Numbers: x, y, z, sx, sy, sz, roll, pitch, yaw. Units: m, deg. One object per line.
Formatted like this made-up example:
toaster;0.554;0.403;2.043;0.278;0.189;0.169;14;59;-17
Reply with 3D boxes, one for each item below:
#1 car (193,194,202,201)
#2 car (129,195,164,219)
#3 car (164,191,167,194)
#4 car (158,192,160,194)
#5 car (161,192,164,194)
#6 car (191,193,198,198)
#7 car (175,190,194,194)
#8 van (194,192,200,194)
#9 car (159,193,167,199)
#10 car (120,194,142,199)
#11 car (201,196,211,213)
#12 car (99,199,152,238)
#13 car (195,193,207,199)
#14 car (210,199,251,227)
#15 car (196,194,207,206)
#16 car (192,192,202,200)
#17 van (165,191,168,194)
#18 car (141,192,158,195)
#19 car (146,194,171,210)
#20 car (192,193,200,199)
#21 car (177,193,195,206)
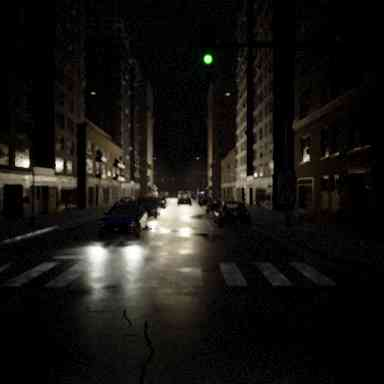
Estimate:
car;1.188;1.144;72.010;1.802;1.307;4.206;0;0;-1
car;-3.634;1.285;27.350;1.882;1.535;5.008;0;0;-1
car;-7.477;1.118;77.470;1.802;1.307;4.206;0;0;-1
car;-6.912;0.956;54.850;2.192;1.841;5.009;0;0;-1
car;-7.194;1.171;66.160;1.802;1.307;4.206;0;0;-1
car;0.622;1.018;94.622;1.947;1.339;4.313;0;0;-1
car;-1.279;0.856;56.429;2.150;2.045;5.566;0;0;-1
van;1.611;0.981;55.049;1.690;1.788;3.998;0;0;-1
car;-7.760;1.026;88.780;1.887;1.381;4.507;0;0;-1
car;-6.343;1.212;32.236;1.967;1.590;4.097;0;0;-1
car;2.179;1.353;32.442;1.802;1.307;4.206;0;0;-1
car;-3.382;1.359;17.102;1.882;1.535;5.008;0;0;-1
car;1.753;1.211;49.397;1.887;1.381;4.507;0;0;-1
car;2.463;1.292;21.135;1.967;1.590;4.097;0;0;-1
car;1.896;1.277;43.744;1.802;1.307;4.206;0;0;-1
car;1.046;0.850;77.661;2.192;1.841;5.009;0;0;-1
van;-7.619;0.850;83.123;1.690;1.788;3.998;0;0;-1
car;-6.770;0.982;49.195;2.192;1.841;5.009;0;0;-1
car;-3.908;1.273;38.913;2.033;1.411;5.357;0;0;-1
car;0.900;1.033;83.485;1.752;1.417;4.829;0;0;-1
car;-1.029;1.245;46.403;1.994;1.385;4.181;0;0;-1
